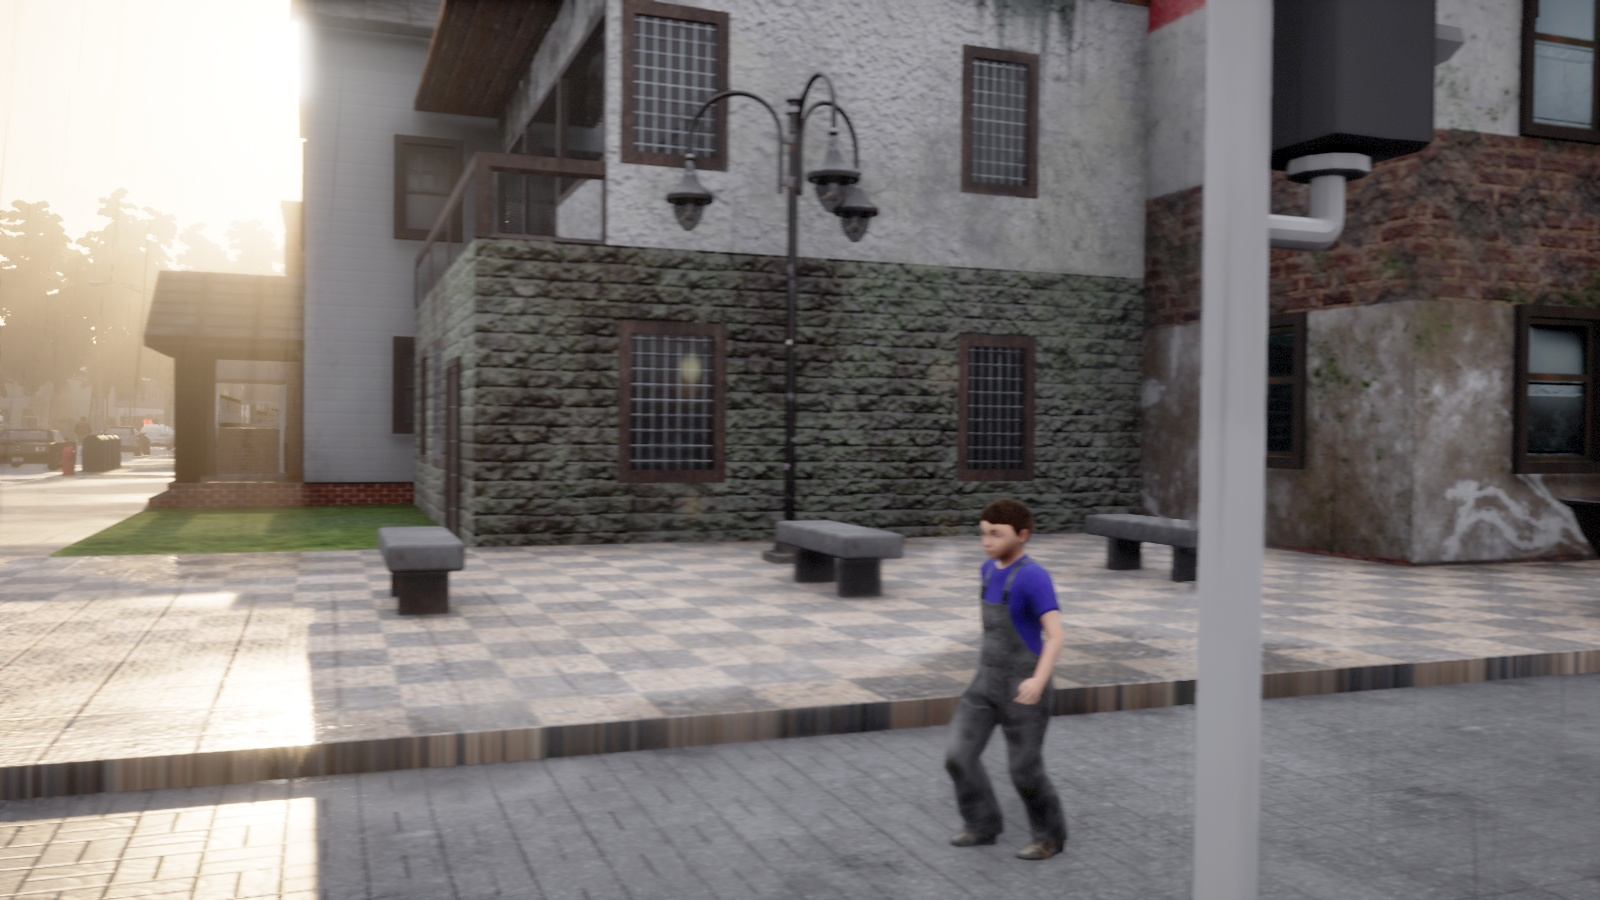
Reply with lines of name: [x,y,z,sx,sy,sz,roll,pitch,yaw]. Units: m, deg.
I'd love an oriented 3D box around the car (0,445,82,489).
car: [-24.883,0.503,40.878,1.895,1.301,4.718,-1,1,-21]

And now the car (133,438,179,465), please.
car: [-36.228,0.065,70.730,1.812,1.442,4.674,-1,1,-21]

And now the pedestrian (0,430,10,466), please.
pedestrian: [-41.233,-0.091,64.316,0.874,1.855,0.900,0,1,14]

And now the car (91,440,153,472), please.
car: [-31.709,0.248,58.839,1.994,1.385,4.181,-1,1,-21]

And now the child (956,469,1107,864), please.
child: [0.791,0.704,4.287,0.437,1.263,0.270,-1,1,-35]
